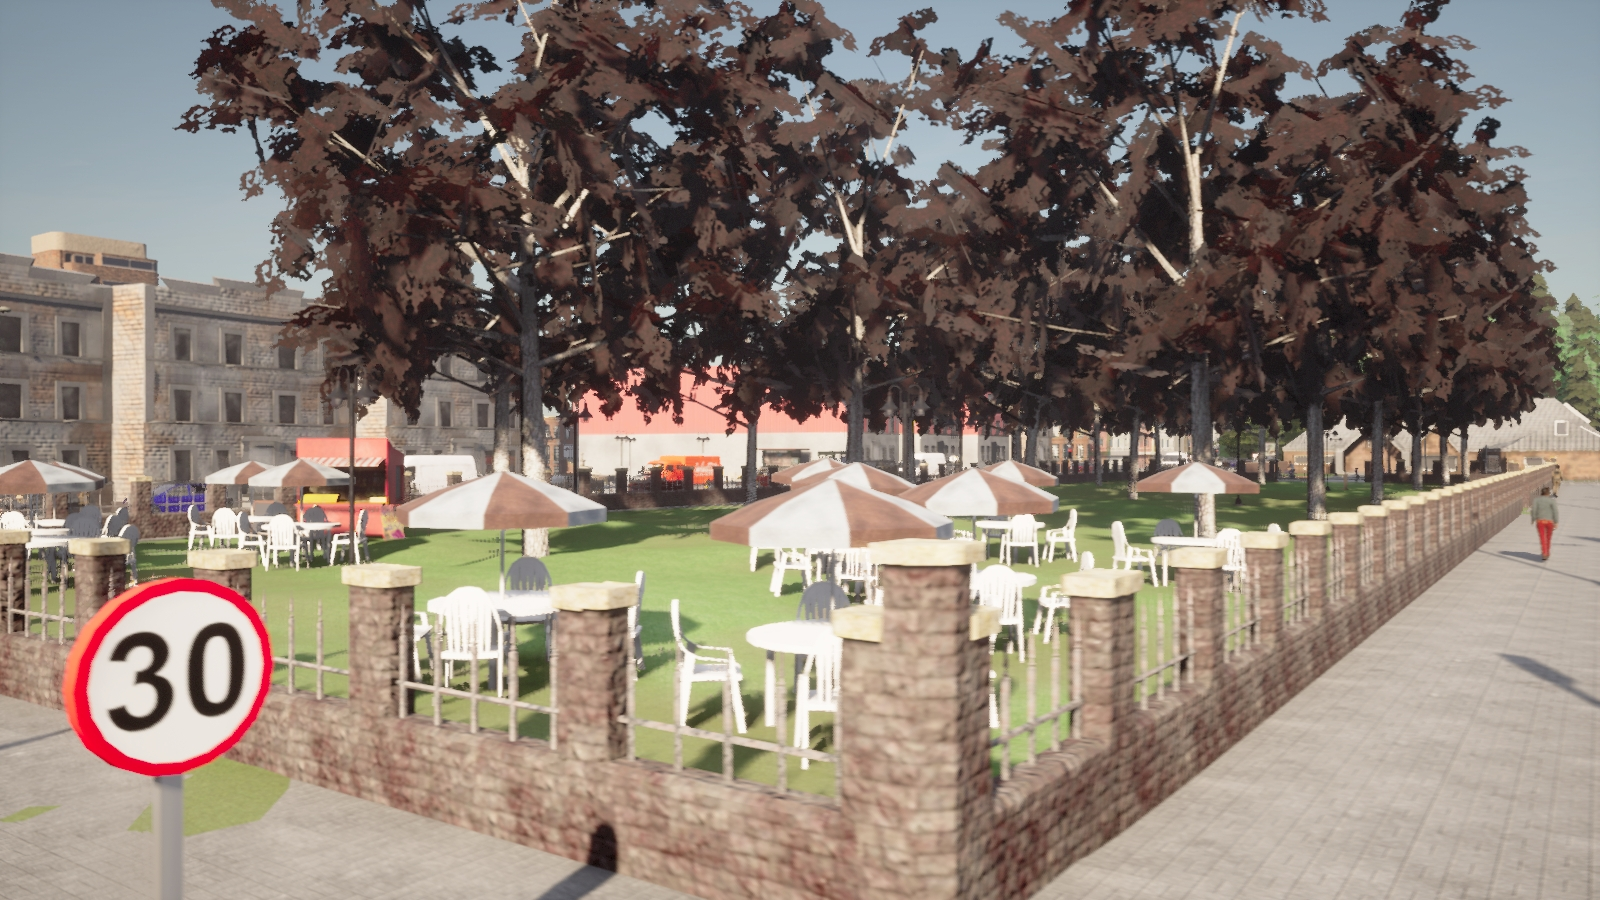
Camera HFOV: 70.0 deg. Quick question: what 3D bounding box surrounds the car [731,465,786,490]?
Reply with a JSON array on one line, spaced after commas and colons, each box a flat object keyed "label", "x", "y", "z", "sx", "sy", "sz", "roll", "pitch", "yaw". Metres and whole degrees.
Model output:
[{"label": "car", "x": -2.761, "y": 1.805, "z": 76.195, "sx": 1.789, "sy": 1.549, "sz": 3.705, "roll": 0, "pitch": 0, "yaw": 35}]

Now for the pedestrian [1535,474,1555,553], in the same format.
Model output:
[{"label": "pedestrian", "x": 17.947, "y": 1.525, "z": 27.520, "sx": 0.375, "sy": 1.860, "sz": 0.375, "roll": 0, "pitch": 0, "yaw": 37}]

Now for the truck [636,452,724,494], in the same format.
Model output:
[{"label": "truck", "x": -7.273, "y": 1.349, "z": 69.753, "sx": 2.627, "sy": 2.467, "sz": 5.204, "roll": 0, "pitch": 0, "yaw": 35}]

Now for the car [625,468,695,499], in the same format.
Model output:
[{"label": "car", "x": -7.606, "y": 1.805, "z": 62.284, "sx": 1.789, "sy": 1.549, "sz": 3.705, "roll": 0, "pitch": 0, "yaw": 35}]

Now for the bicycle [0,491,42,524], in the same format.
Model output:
[{"label": "bicycle", "x": -27.805, "y": 2.035, "z": 40.396, "sx": 0.859, "sy": 1.080, "sz": 1.487, "roll": 0, "pitch": 0, "yaw": 35}]

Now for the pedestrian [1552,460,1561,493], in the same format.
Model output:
[{"label": "pedestrian", "x": 42.939, "y": 1.525, "z": 64.849, "sx": 0.375, "sy": 1.860, "sz": 0.375, "roll": 0, "pitch": 0, "yaw": 35}]

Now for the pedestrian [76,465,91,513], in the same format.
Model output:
[{"label": "pedestrian", "x": -28.042, "y": 1.521, "z": 44.721, "sx": 0.375, "sy": 1.860, "sz": 0.375, "roll": 0, "pitch": 0, "yaw": 30}]

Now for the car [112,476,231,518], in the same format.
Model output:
[{"label": "car", "x": -24.644, "y": 1.817, "z": 44.889, "sx": 1.845, "sy": 1.501, "sz": 3.633, "roll": 0, "pitch": 0, "yaw": 35}]

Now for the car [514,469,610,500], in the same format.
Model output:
[{"label": "car", "x": -12.813, "y": 1.813, "z": 61.838, "sx": 2.097, "sy": 1.535, "sz": 5.006, "roll": 0, "pitch": 0, "yaw": 35}]

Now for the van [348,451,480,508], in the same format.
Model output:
[{"label": "van", "x": -18.196, "y": 1.313, "z": 54.136, "sx": 1.988, "sy": 2.561, "sz": 5.915, "roll": 0, "pitch": 0, "yaw": 35}]
